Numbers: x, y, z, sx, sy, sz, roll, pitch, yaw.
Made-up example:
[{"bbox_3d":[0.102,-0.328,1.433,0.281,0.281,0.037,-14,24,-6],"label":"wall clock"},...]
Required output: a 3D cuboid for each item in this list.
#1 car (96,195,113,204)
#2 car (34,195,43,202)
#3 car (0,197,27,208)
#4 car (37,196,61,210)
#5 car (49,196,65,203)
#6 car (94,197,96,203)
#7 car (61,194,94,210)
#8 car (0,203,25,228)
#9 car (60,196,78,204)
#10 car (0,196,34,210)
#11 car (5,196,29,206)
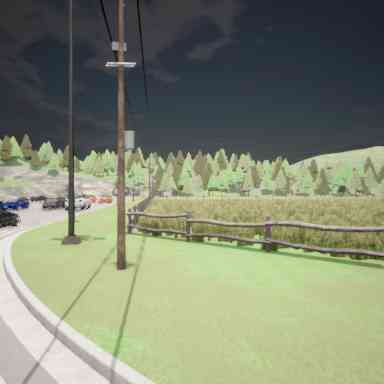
[{"bbox_3d":[-16.992,1.351,65.856,2.097,1.767,4.553,0,0,-6],"label":"car"},{"bbox_3d":[-31.421,1.309,68.109,1.882,1.535,5.008,0,0,-6],"label":"car"},{"bbox_3d":[-25.574,1.476,47.669,1.882,1.535,5.008,0,0,-6],"label":"car"},{"bbox_3d":[-18.135,1.546,44.008,2.033,1.411,5.357,0,0,-6],"label":"car"},{"bbox_3d":[-28.000,1.523,69.129,1.812,1.442,4.674,0,0,-6],"label":"car"},{"bbox_3d":[-20.801,1.353,67.815,2.097,1.767,4.553,0,0,-6],"label":"car"},{"bbox_3d":[-14.431,1.221,42.336,2.150,2.045,5.566,0,0,-6],"label":"car"},{"bbox_3d":[-11.988,1.563,19.885,1.994,1.385,4.181,0,0,-6],"label":"car"},{"bbox_3d":[-23.961,1.546,65.189,2.033,1.411,5.357,0,0,-6],"label":"car"},{"bbox_3d":[-21.219,1.477,40.000,1.882,1.535,5.008,0,0,-6],"label":"car"},{"bbox_3d":[-30.293,1.476,57.750,1.882,1.535,5.008,0,0,-6],"label":"car"}]
